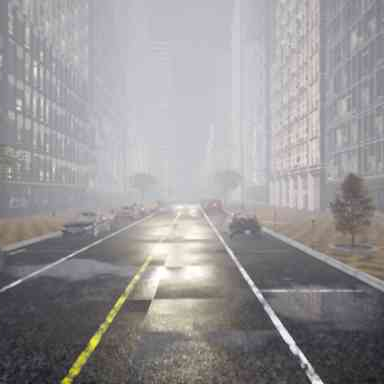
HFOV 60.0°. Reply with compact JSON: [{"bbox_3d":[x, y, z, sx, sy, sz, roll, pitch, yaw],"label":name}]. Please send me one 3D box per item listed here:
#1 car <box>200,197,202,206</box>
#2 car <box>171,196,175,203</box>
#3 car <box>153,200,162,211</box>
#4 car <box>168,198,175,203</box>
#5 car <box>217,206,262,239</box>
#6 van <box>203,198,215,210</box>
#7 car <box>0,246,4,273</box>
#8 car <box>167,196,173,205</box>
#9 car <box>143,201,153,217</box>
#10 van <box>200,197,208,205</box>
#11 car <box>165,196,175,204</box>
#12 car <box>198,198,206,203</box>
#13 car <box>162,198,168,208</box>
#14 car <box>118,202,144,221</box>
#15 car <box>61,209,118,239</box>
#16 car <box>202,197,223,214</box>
[{"bbox_3d":[2.680,1.729,46.664,2.192,1.841,5.009,-1,-1,0],"label":"car"},{"bbox_3d":[-5.698,2.153,80.763,1.967,1.590,4.097,-1,0,0],"label":"car"},{"bbox_3d":[-5.698,1.940,46.492,1.752,1.417,4.829,-1,-1,0],"label":"car"},{"bbox_3d":[-5.697,2.393,92.129,1.802,1.307,4.206,-1,0,0],"label":"car"},{"bbox_3d":[2.682,1.714,18.244,2.008,1.369,4.403,-1,-1,0],"label":"car"},{"bbox_3d":[2.681,1.805,52.347,1.690,1.788,3.998,-1,-1,0],"label":"van"},{"bbox_3d":[-5.699,1.615,6.878,2.008,1.369,4.403,-1,-1,0],"label":"car"},{"bbox_3d":[-5.698,2.166,69.396,2.008,1.369,4.403,-1,0,0],"label":"car"},{"bbox_3d":[-5.699,1.756,35.296,1.967,1.590,4.097,-1,-1,0],"label":"car"},{"bbox_3d":[2.681,2.003,75.080,1.690,1.788,3.998,-1,0,0],"label":"van"},{"bbox_3d":[-5.700,2.077,86.448,2.192,1.841,5.009,-1,0,0],"label":"car"},{"bbox_3d":[2.684,2.360,92.129,2.008,1.369,4.403,-1,0,0],"label":"car"},{"bbox_3d":[-5.698,2.082,58.029,1.947,1.339,4.313,-1,-1,0],"label":"car"},{"bbox_3d":[-5.698,1.848,29.611,1.802,1.307,4.206,-1,-1,0],"label":"car"},{"bbox_3d":[-5.698,1.716,18.244,2.008,1.369,4.403,-1,-1,0],"label":"car"},{"bbox_3d":[2.680,1.679,40.980,2.192,1.841,5.009,-1,-1,0],"label":"car"}]
